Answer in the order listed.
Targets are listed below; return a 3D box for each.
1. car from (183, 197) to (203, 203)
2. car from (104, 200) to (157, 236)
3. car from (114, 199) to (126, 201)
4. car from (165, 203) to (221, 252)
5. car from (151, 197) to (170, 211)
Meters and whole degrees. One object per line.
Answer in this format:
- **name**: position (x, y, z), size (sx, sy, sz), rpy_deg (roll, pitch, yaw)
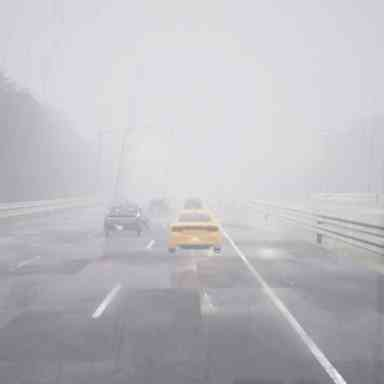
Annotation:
- **car**: position (0.101, 1.253, 34.635), size (1.837, 1.490, 4.892), rpy_deg (0, 1, 0)
- **car**: position (-3.399, 1.439, 18.061), size (2.128, 1.511, 4.902), rpy_deg (0, 0, 0)
- **car**: position (-6.898, 1.374, 33.023), size (1.895, 1.301, 4.718), rpy_deg (0, 1, 0)
- **car**: position (0.100, 1.452, 13.812), size (1.882, 1.535, 5.008), rpy_deg (0, 0, 0)
- **car**: position (-3.398, 1.252, 34.686), size (1.837, 1.490, 4.892), rpy_deg (0, 1, 0)
